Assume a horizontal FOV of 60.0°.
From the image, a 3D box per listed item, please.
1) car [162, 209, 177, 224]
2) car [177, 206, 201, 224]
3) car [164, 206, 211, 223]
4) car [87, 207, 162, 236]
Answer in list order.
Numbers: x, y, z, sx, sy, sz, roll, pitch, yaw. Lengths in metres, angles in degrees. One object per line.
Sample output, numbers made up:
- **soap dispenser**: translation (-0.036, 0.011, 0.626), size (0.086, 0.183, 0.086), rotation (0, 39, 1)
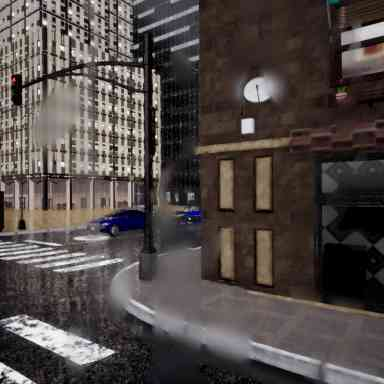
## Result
- **car**: translation (-3.533, 1.894, 25.934), size (2.008, 1.369, 4.403), rotation (-2, -2, 35)
- **car**: translation (1.240, 1.863, 27.974), size (1.882, 1.535, 5.008), rotation (-1, -1, 35)
- **car**: translation (-0.330, 1.975, 30.490), size (2.008, 1.369, 4.403), rotation (-2, -2, 35)
- **car**: translation (-4.181, 1.773, 20.258), size (1.812, 1.442, 4.674), rotation (-1, -1, 33)
